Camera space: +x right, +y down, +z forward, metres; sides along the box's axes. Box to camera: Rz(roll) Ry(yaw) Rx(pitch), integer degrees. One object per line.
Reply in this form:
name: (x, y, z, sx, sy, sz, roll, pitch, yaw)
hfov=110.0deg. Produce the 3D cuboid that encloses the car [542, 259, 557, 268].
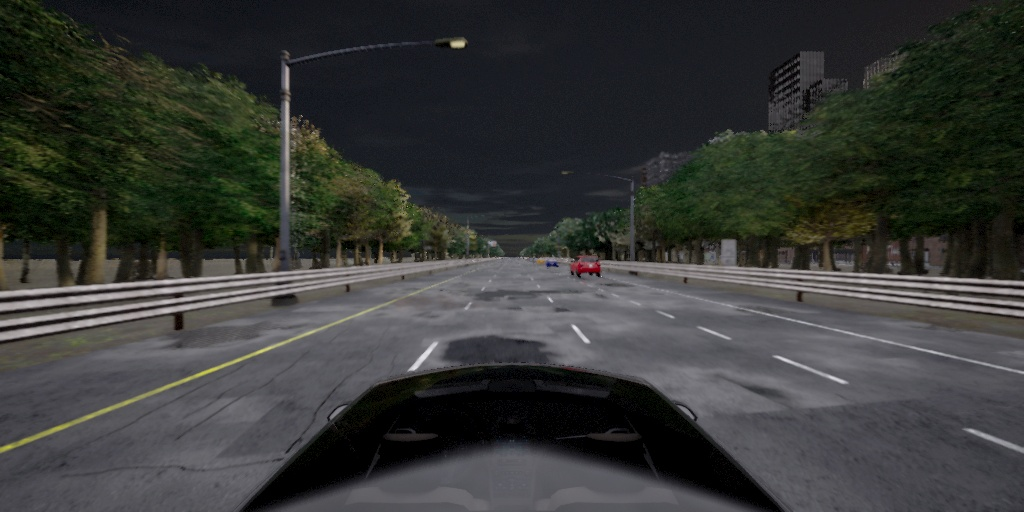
car: (7.016, 1.275, 64.481, 1.882, 1.535, 5.008, 0, 0, 0)

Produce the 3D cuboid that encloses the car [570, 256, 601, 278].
car: (6.998, 0.987, 34.555, 2.150, 2.045, 5.566, 0, 0, 0)
